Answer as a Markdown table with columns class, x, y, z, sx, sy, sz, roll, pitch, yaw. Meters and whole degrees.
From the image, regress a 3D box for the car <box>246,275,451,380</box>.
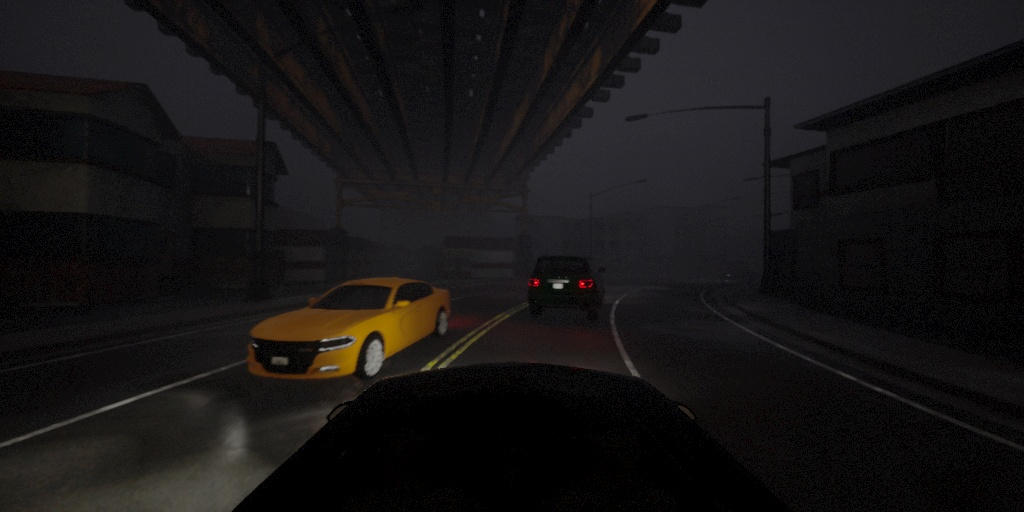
| class | x | y | z | sx | sy | sz | roll | pitch | yaw |
| --- | --- | --- | --- | --- | --- | --- | --- | --- | --- |
| car | -2.846 | 1.202 | 7.495 | 1.882 | 1.535 | 5.008 | 0 | 0 | 10 |

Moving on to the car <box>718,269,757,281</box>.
| class | x | y | z | sx | sy | sz | roll | pitch | yaw |
| --- | --- | --- | --- | --- | --- | --- | --- | --- | --- |
| car | 28.284 | 2.324 | 44.981 | 5.008 | 1.535 | 1.882 | 2 | -1 | -18 |

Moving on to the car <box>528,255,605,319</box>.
| class | x | y | z | sx | sy | sz | roll | pitch | yaw |
| --- | --- | --- | --- | --- | --- | --- | --- | --- | --- |
| car | 2.126 | 0.982 | 13.121 | 2.150 | 2.045 | 5.566 | 0 | 0 | 17 |
